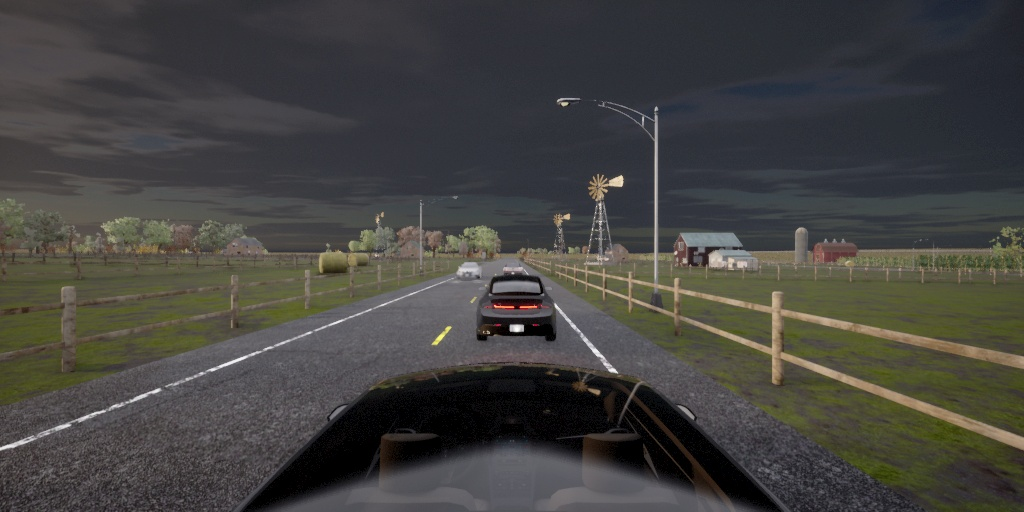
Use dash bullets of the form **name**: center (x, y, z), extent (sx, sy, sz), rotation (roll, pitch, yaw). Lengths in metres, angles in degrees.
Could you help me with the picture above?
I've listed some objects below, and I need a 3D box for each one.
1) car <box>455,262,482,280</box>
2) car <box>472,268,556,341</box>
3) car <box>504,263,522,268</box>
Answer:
- **car**: center (-3.605, 1.270, 31.113), extent (1.812, 1.442, 4.674), rotation (0, 0, 0)
- **car**: center (0.099, 1.253, 9.857), extent (1.837, 1.490, 4.892), rotation (0, 0, 0)
- **car**: center (0.093, 1.344, 36.228), extent (1.895, 1.301, 4.718), rotation (0, 0, 0)
